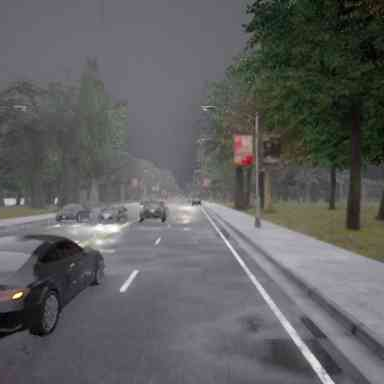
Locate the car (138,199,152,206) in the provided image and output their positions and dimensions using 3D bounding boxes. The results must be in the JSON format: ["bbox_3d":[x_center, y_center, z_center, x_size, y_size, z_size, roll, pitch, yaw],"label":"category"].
[{"bbox_3d":[-9.765,2.121,69.358,2.033,1.411,5.357,0,-1,0],"label":"car"}]

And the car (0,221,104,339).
[{"bbox_3d":[-3.151,1.567,6.603,1.812,1.442,4.674,0,0,0],"label":"car"}]

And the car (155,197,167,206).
[{"bbox_3d":[-6.515,1.936,69.403,2.097,1.767,4.553,0,-1,0],"label":"car"}]

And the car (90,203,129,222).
[{"bbox_3d":[-6.591,1.689,28.030,2.128,1.511,4.902,0,0,0],"label":"car"}]

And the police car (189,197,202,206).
[{"bbox_3d":[0.962,2.012,68.764,1.930,1.638,5.238,0,-1,0],"label":"police car"}]

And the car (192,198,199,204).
[{"bbox_3d":[0.889,2.255,84.672,1.882,1.535,5.008,0,-1,0],"label":"car"}]

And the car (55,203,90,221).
[{"bbox_3d":[-9.841,1.702,28.027,1.837,1.490,4.892,0,0,0],"label":"car"}]

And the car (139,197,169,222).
[{"bbox_3d":[-3.145,1.553,28.565,2.097,1.767,4.553,0,0,0],"label":"car"}]
